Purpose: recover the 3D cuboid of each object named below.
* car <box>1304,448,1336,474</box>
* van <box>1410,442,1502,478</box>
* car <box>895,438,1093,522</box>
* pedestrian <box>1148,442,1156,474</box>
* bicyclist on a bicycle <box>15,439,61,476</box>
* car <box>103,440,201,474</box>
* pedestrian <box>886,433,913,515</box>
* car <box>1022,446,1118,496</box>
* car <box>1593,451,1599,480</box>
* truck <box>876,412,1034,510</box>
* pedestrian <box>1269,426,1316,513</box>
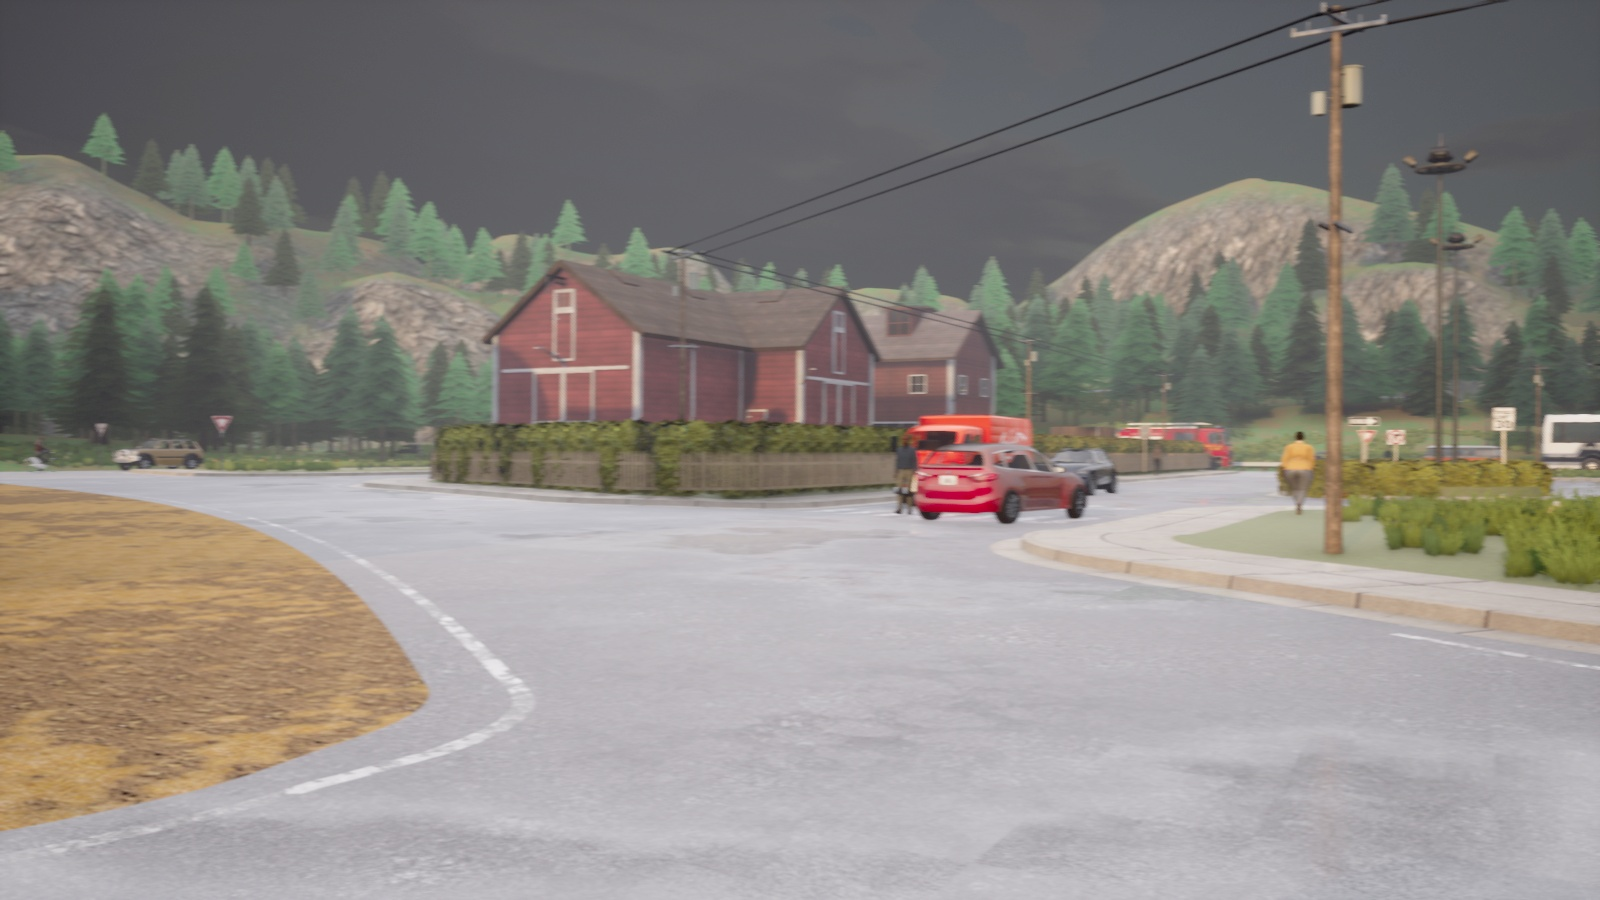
[{"bbox_3d":[34.228,0.699,82.682,1.851,1.617,3.988,0,0,21],"label":"car"},{"bbox_3d":[37.885,0.557,72.564,4.442,1.987,1.775,0,0,42],"label":"van"},{"bbox_3d":[4.338,0.596,27.567,2.242,1.667,4.611,0,0,40],"label":"car"},{"bbox_3d":[20.309,0.436,72.472,0.331,1.846,0.634,0,0,30],"label":"pedestrian"},{"bbox_3d":[-37.144,0.375,61.234,0.659,1.776,1.843,-1,-1,29],"label":"bicyclist on a bicycle"},{"bbox_3d":[-36.207,0.381,70.259,1.932,1.855,4.605,0,0,29],"label":"car"},{"bbox_3d":[2.253,0.534,28.390,0.370,1.835,0.726,0,0,26],"label":"pedestrian"},{"bbox_3d":[9.599,0.692,44.301,2.033,1.649,4.856,0,0,28],"label":"car"},{"bbox_3d":[42.158,0.808,63.303,2.163,1.488,4.792,0,0,12],"label":"car"},{"bbox_3d":[4.370,0.267,34.558,2.627,2.467,5.204,0,0,28],"label":"truck"},{"bbox_3d":[10.722,0.416,27.336,0.874,1.855,0.900,0,0,27],"label":"pedestrian"}]
